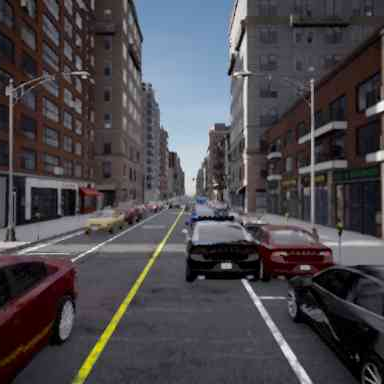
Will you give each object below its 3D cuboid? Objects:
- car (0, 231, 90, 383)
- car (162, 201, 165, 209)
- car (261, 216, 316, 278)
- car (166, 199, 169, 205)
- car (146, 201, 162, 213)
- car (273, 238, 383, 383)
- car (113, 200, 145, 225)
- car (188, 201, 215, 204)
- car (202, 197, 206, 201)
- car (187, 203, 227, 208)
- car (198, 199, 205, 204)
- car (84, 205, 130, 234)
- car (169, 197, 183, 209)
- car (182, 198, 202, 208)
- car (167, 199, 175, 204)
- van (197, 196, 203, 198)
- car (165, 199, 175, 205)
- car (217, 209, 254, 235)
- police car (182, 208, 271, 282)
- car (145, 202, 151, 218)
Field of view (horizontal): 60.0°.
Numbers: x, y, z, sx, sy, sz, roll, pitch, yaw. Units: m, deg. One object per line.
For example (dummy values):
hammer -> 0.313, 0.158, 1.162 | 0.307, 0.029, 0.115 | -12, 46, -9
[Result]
car -> -2.849, 1.515, 3.638 | 1.882, 1.535, 5.008 | 0, -1, 0
car -> -5.382, 2.020, 48.445 | 1.752, 1.417, 4.829 | 0, -1, 0
car -> 2.638, 1.646, 9.992 | 1.887, 1.381, 4.507 | 0, -1, 0
car -> -5.381, 2.104, 54.133 | 2.008, 1.369, 4.403 | 0, -1, 0
car -> -5.382, 1.880, 43.099 | 1.967, 1.590, 4.097 | 0, -1, 0
car -> 2.637, 1.612, 4.473 | 1.947, 1.339, 4.313 | 0, -1, 0
car -> -5.385, 1.586, 26.545 | 2.192, 1.841, 5.009 | 0, -1, 0
car -> 0.828, 1.745, 26.172 | 1.882, 1.535, 5.008 | 0, -1, 0
car -> 2.643, 1.937, 48.624 | 1.967, 1.590, 4.097 | 0, -1, 0
car -> 0.827, 1.684, 20.173 | 1.882, 1.535, 5.008 | 0, -1, 0
car -> 2.650, 2.525, 92.582 | 1.802, 1.307, 4.206 | 0, -1, 0
car -> -5.381, 1.738, 20.857 | 1.752, 1.417, 4.829 | 0, -1, 0
car -> -2.779, 2.065, 54.638 | 1.837, 1.490, 4.892 | 0, -1, 1
car -> 0.026, 1.979, 47.748 | 2.128, 1.511, 4.902 | 0, -1, 0
car -> -5.376, 2.430, 86.895 | 1.887, 1.381, 4.507 | 0, -1, 0
van -> 2.648, 2.169, 81.223 | 1.690, 1.788, 3.998 | 0, -1, 0
car -> -5.377, 2.379, 81.213 | 2.008, 1.369, 4.403 | 0, -1, 0
car -> 2.640, 1.796, 21.029 | 1.802, 1.307, 4.206 | 0, -1, 0
police car -> 0.730, 1.531, 10.265 | 1.930, 1.638, 5.238 | 0, -1, -1
car -> -5.384, 1.909, 32.060 | 1.802, 1.307, 4.206 | 0, -1, 0
